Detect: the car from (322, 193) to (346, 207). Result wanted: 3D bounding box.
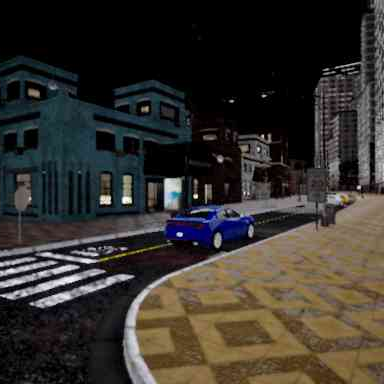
[{"bbox_3d":[17.003,1.060,40.100,1.812,1.442,4.674,0,0,30],"label":"car"}]

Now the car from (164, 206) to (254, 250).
[{"bbox_3d":[0.912,1.301,13.635,1.882,1.535,5.008,0,0,33],"label":"car"}]

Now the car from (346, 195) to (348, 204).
[{"bbox_3d":[21.889,0.913,49.018,1.882,1.535,5.008,0,0,28],"label":"car"}]
